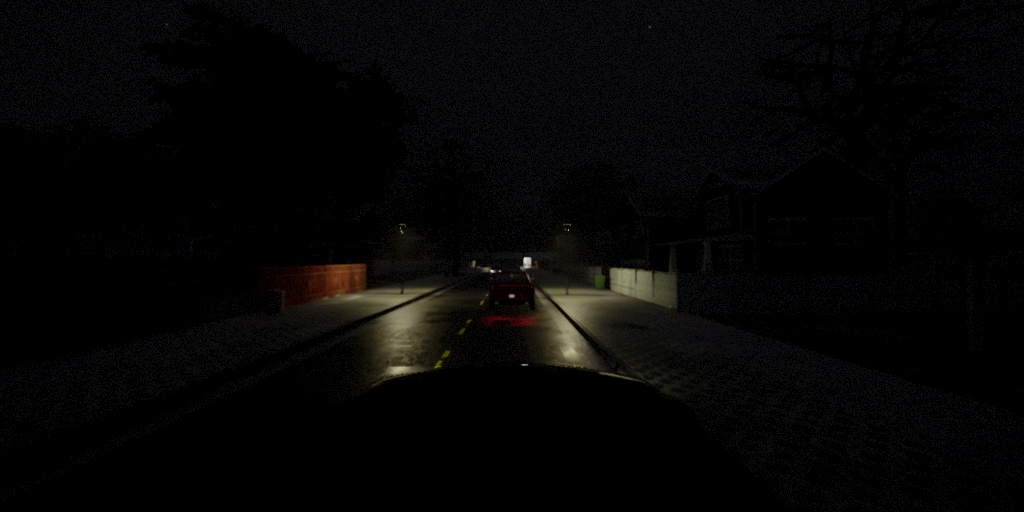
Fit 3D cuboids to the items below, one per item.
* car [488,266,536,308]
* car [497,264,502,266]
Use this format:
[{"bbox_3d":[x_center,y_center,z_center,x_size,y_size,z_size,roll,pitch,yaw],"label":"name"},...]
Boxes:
[{"bbox_3d":[0.015,1.383,16.095,1.882,1.535,5.008,0,0,1],"label":"car"},{"bbox_3d":[-0.018,1.596,29.384,2.033,1.411,5.357,0,-1,0],"label":"car"}]
